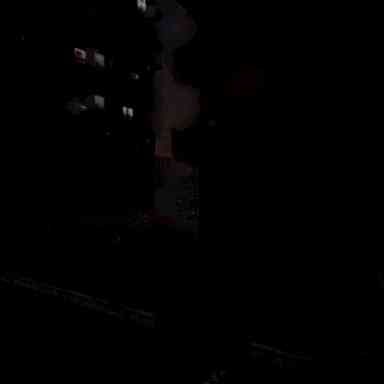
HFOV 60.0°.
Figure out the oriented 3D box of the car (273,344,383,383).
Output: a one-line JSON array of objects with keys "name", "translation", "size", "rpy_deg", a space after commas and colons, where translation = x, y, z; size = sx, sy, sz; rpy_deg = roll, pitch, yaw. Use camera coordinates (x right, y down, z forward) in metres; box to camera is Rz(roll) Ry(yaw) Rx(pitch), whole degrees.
[{"name": "car", "translation": [2.114, 1.438, 1.368], "size": [4.097, 1.590, 1.967], "rpy_deg": [0, 0, 36]}]
